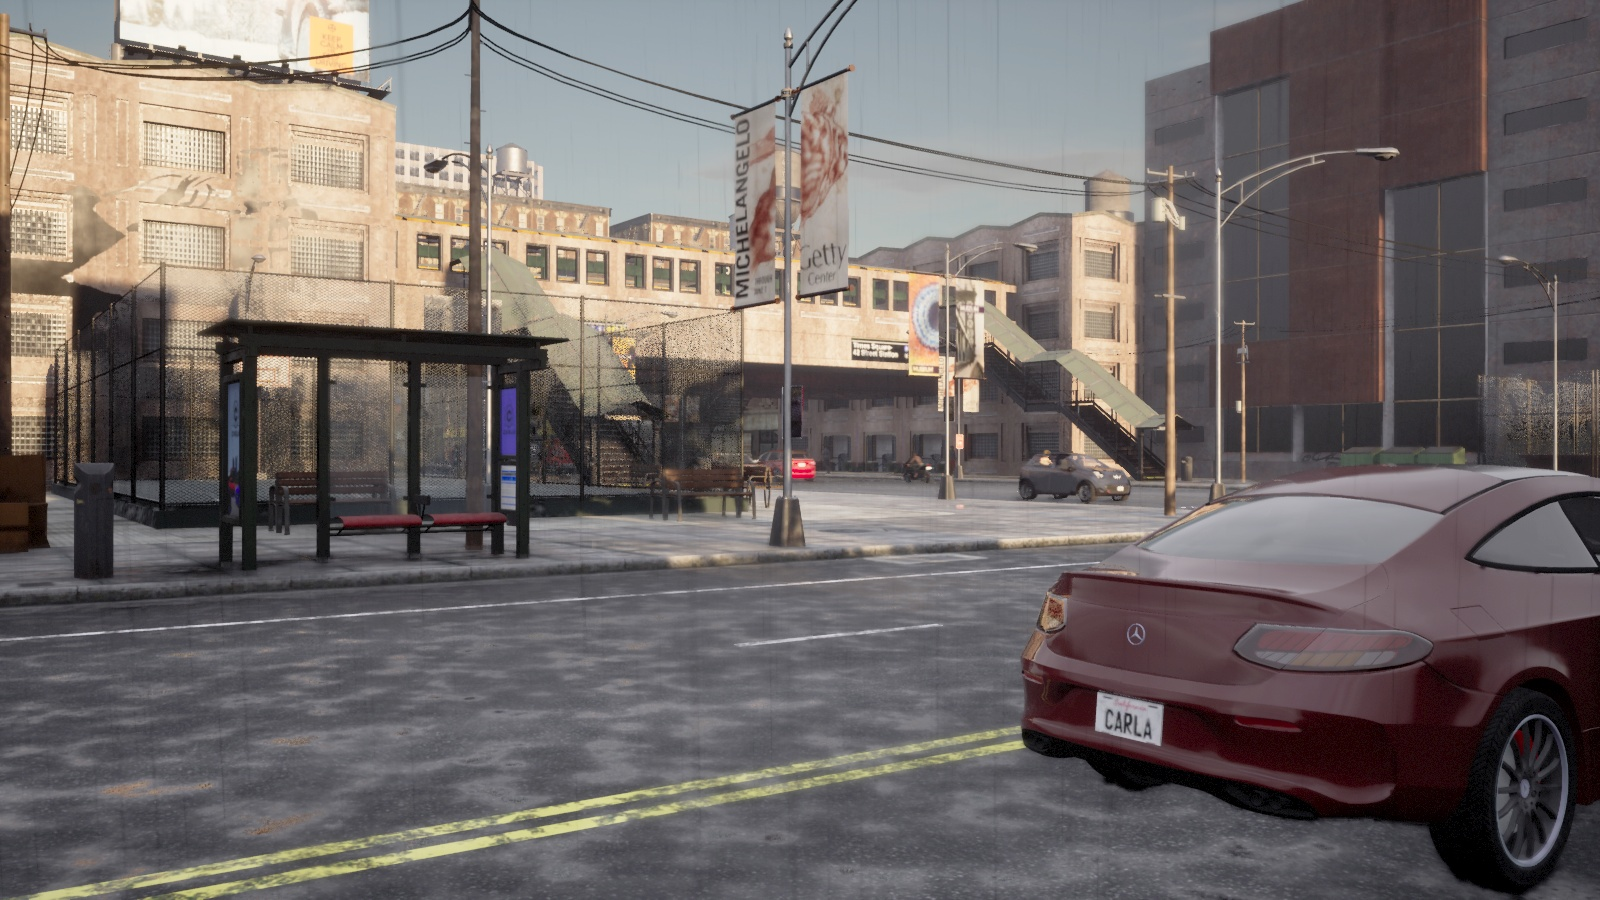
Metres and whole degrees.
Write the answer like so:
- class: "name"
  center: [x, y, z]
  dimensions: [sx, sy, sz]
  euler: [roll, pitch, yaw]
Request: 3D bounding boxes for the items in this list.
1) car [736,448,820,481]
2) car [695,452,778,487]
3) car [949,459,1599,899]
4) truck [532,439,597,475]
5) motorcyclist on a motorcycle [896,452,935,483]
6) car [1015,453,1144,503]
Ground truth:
- class: "car"
  center: [-1.176, 0.753, 65.913]
  dimensions: [2.242, 1.667, 4.611]
  euler: [0, 0, -34]
- class: "car"
  center: [-2.860, 0.853, 55.964]
  dimensions: [1.970, 1.475, 3.806]
  euler: [0, 0, -34]
- class: "car"
  center: [3.046, 0.778, 5.767]
  dimensions: [4.674, 1.442, 1.812]
  euler: [0, 0, -35]
- class: "truck"
  center: [-16.642, 0.510, 88.708]
  dimensions: [2.627, 2.467, 5.204]
  euler: [0, 0, -34]
- class: "motorcyclist on a motorcycle"
  center: [5.709, 0.867, 62.033]
  dimensions: [0.797, 1.523, 2.044]
  euler: [0, 0, -34]
- class: "car"
  center: [8.652, 0.836, 39.145]
  dimensions: [1.845, 1.501, 3.633]
  euler: [0, 0, -34]
